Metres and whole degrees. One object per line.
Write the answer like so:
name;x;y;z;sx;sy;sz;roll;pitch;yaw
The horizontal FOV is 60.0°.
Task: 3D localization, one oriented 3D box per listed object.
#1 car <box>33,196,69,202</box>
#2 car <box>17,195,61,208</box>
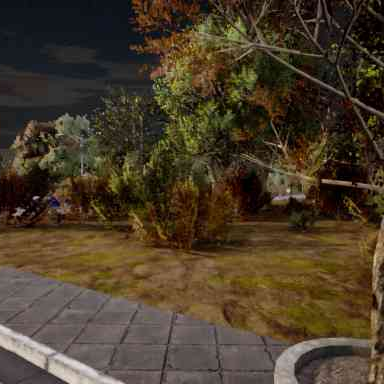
car;-17.572;1.245;41.306;1.882;1.535;5.008;0;0;32
car;-20.087;1.221;43.881;1.882;1.535;5.008;0;0;32
